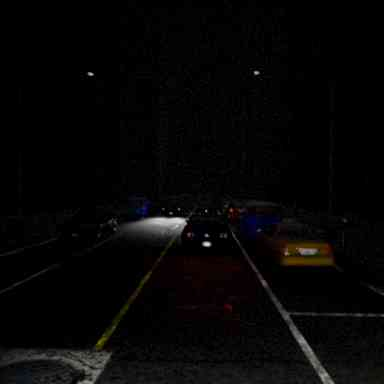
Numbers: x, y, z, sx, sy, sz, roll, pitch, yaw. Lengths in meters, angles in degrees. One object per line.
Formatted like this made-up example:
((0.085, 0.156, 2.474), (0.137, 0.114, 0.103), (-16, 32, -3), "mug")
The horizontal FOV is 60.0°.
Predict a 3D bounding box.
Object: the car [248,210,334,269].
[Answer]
((3.175, 1.555, 11.159), (1.752, 1.417, 4.829), (0, 0, 2), "car")

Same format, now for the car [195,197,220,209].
((1.335, 1.511, 31.363), (1.882, 1.535, 5.008), (0, 0, 2), "car")

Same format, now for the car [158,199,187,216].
((-1.796, 1.614, 32.215), (1.895, 1.301, 4.718), (0, 0, 3), "car")

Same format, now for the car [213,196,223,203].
((5.686, 1.666, 72.938), (1.947, 1.339, 4.313), (0, 0, 2), "car")

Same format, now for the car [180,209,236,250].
((0.643, 1.615, 14.386), (1.895, 1.301, 4.718), (0, 0, 2), "car")

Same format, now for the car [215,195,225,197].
((4.771, 1.514, 50.410), (1.967, 1.590, 4.097), (0, 0, 2), "car")

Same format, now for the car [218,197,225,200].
((4.313, 1.612, 39.148), (2.008, 1.369, 4.403), (0, 0, 2), "car")

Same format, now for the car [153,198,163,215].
((-4.434, 1.562, 33.851), (1.947, 1.339, 4.313), (0, 0, 2), "car")

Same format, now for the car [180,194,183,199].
((-3.289, 1.469, 62.012), (1.967, 1.590, 4.097), (0, 0, 2), "car")

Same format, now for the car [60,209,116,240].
((-5.121, 1.543, 16.955), (1.947, 1.339, 4.313), (0, 0, 2), "car")

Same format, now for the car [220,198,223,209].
((4.091, 1.580, 33.686), (1.752, 1.417, 4.829), (0, 0, 2), "car")

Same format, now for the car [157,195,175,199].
((-3.976, 1.324, 45.115), (2.192, 1.841, 5.009), (0, 0, 2), "car")

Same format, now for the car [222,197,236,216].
((3.855, 1.488, 27.884), (1.967, 1.590, 4.097), (0, 0, 2), "car")

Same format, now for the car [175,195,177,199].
((-3.748, 1.560, 50.747), (1.887, 1.381, 4.507), (0, 0, 2), "car")

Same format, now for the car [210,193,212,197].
((6.144, 1.554, 84.200), (1.967, 1.590, 4.097), (0, 0, 2), "car")

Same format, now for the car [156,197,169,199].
((-4.205, 1.568, 39.483), (1.947, 1.339, 4.313), (0, 0, 2), "car")

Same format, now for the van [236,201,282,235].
((3.398, 1.377, 16.621), (1.690, 1.788, 3.998), (0, 0, 2), "van")

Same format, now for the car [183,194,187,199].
((-2.831, 1.482, 73.276), (1.967, 1.590, 4.097), (0, 0, 2), "car")

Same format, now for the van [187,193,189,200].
((-2.373, 1.397, 84.540), (1.690, 1.788, 3.998), (0, 0, 2), "van")

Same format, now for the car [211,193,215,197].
((5.229, 1.402, 61.675), (2.192, 1.841, 5.009), (0, 0, 2), "car")

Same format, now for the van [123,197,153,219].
((-4.663, 1.331, 28.219), (1.690, 1.788, 3.998), (0, 0, 2), "van")

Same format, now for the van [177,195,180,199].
((-3.518, 1.363, 56.380), (1.690, 1.788, 3.998), (0, 0, 2), "van")

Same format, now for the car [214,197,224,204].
((5.457, 1.639, 67.306), (1.887, 1.381, 4.507), (0, 0, 2), "car")
